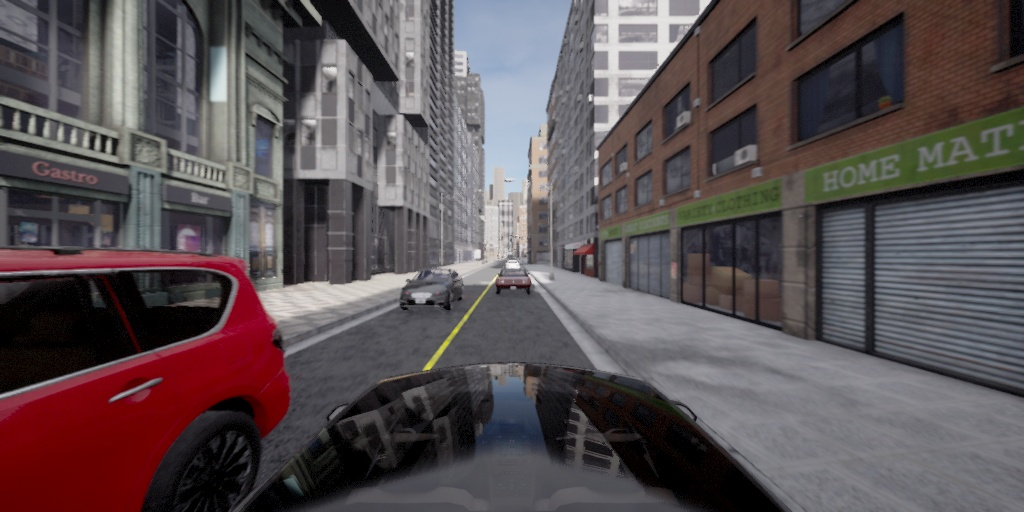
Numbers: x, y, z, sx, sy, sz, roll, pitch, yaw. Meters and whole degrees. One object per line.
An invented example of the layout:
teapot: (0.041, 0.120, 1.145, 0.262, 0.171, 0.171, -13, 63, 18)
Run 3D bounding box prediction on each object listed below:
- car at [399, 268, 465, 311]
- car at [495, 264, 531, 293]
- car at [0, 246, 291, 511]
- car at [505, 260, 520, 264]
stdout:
car: (-3.086, 1.241, 14.607, 2.128, 1.511, 4.902, 0, 0, 0)
car: (0.077, 1.353, 20.619, 1.895, 1.301, 4.718, 0, 0, 0)
car: (-3.087, 0.970, 0.949, 2.150, 2.045, 5.566, 0, 0, 0)
car: (0.083, 1.269, 46.458, 1.812, 1.442, 4.674, 0, 0, 0)
